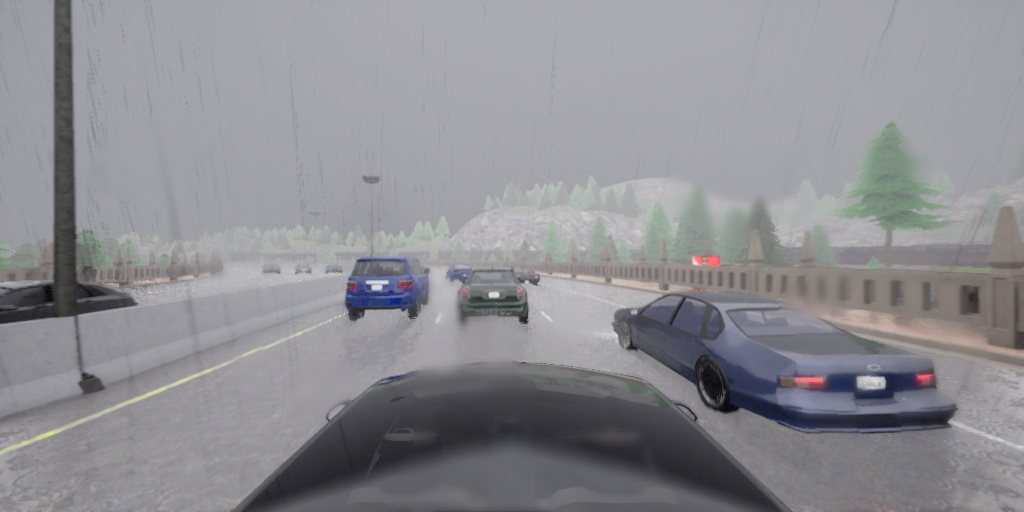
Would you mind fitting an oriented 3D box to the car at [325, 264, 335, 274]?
[{"bbox_3d":[-24.036,1.724,48.429,1.994,1.385,4.181,0,0,-31],"label":"car"}]

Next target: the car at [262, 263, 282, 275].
[{"bbox_3d":[-31.716,1.740,47.512,1.837,1.490,4.892,0,-1,-33],"label":"car"}]

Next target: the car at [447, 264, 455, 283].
[{"bbox_3d":[-4.324,1.369,30.047,1.882,1.535,5.008,0,0,-16],"label":"car"}]

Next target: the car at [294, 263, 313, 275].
[{"bbox_3d":[-27.533,1.681,47.438,2.128,1.511,4.902,0,0,-31],"label":"car"}]

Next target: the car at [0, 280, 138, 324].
[{"bbox_3d":[-10.985,1.329,7.689,1.837,1.490,4.892,0,0,-5],"label":"car"}]

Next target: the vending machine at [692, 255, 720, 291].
[{"bbox_3d":[10.016,0.952,18.559,1.100,2.100,0.880,0,0,-9],"label":"vending machine"}]

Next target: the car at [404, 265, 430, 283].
[{"bbox_3d":[-8.234,1.487,30.803,1.994,1.385,4.181,0,0,-18],"label":"car"}]

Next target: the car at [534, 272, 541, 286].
[{"bbox_3d":[0.482,1.440,25.795,1.895,1.301,4.718,0,0,-13],"label":"car"}]

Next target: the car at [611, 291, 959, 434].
[{"bbox_3d":[3.368,1.296,6.008,2.033,1.411,5.357,0,0,-3],"label":"car"}]

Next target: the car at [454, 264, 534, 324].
[{"bbox_3d":[-0.734,1.143,12.356,2.097,1.767,4.553,0,0,-6],"label":"car"}]

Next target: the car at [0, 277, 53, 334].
[{"bbox_3d":[-14.534,1.350,8.296,1.837,1.490,4.892,0,0,-5],"label":"car"}]

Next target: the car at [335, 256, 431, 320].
[{"bbox_3d":[-4.290,1.035,13.206,2.150,2.045,5.566,0,0,-7],"label":"car"}]
